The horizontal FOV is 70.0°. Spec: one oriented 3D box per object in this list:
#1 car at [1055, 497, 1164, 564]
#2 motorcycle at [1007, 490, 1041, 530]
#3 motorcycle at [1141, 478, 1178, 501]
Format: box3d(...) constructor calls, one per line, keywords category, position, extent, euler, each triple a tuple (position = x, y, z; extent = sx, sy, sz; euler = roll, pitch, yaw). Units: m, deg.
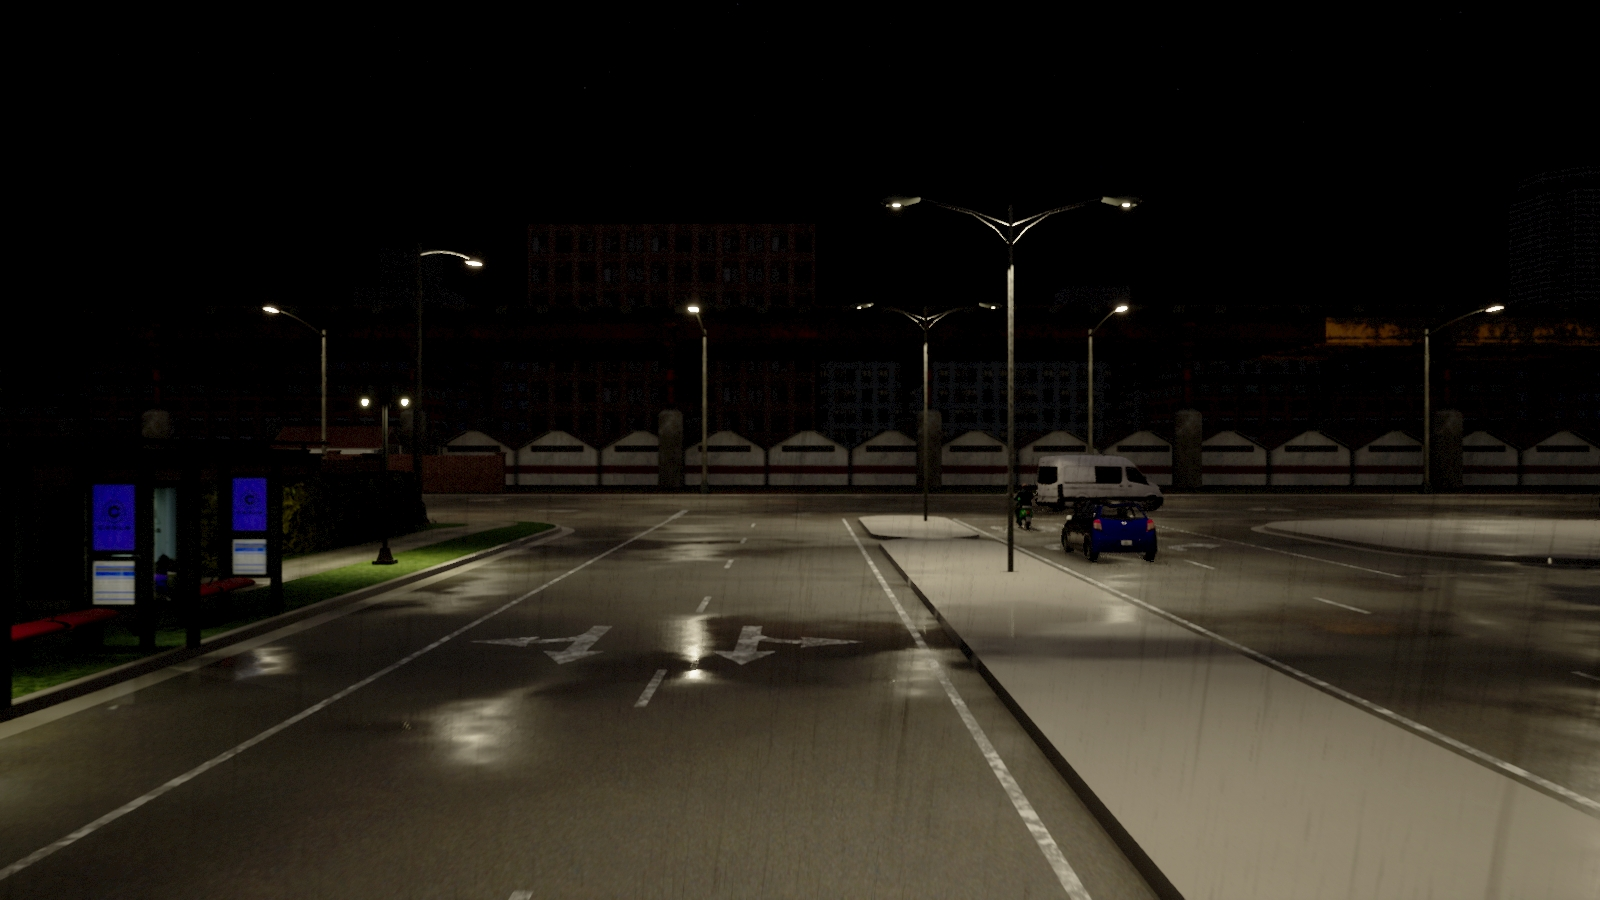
box3d(category="car", position=(8.006, 2.047, 29.864), extent=(1.845, 1.501, 3.633), euler=(0, 0, 0))
box3d(category="motorcycle", position=(8.002, 2.143, 40.831), extent=(0.856, 1.341, 1.805), euler=(0, 0, 1))
box3d(category="motorcycle", position=(20.055, 2.202, 63.770), extent=(1.805, 1.236, 0.856), euler=(0, 0, 0))
